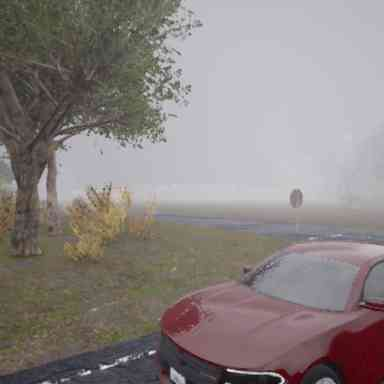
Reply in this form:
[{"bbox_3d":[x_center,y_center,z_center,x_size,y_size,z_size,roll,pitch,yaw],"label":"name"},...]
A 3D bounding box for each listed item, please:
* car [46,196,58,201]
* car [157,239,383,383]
[{"bbox_3d":[-35.648,1.297,85.006,2.150,2.045,5.566,0,0,-28],"label":"car"},{"bbox_3d":[1.913,1.476,4.557,5.008,1.535,1.882,0,0,-35],"label":"car"}]
